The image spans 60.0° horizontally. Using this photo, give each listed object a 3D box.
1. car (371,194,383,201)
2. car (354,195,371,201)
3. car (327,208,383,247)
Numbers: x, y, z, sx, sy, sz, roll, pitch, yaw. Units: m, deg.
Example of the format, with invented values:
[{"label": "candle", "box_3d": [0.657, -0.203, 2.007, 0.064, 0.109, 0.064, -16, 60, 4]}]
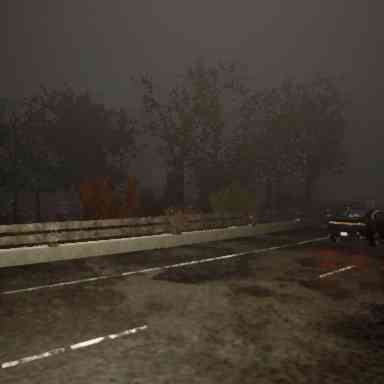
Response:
[{"label": "car", "box_3d": [43.716, 1.318, 79.609, 2.097, 1.767, 4.553, 0, 0, 4]}, {"label": "car", "box_3d": [40.241, 1.492, 80.038, 2.128, 1.511, 4.902, 0, 0, 4]}, {"label": "car", "box_3d": [7.922, 1.493, 15.180, 4.902, 1.511, 2.128, 0, 0, -44]}]
